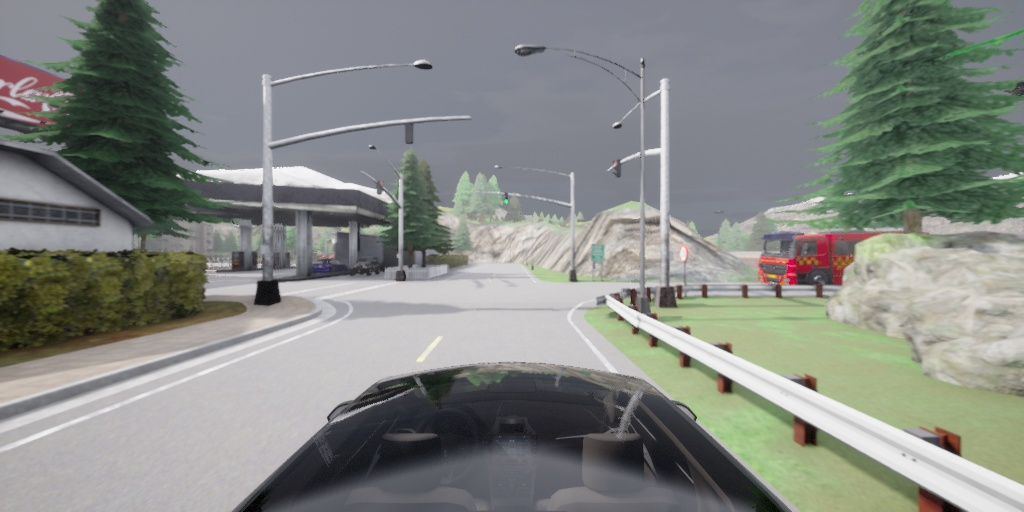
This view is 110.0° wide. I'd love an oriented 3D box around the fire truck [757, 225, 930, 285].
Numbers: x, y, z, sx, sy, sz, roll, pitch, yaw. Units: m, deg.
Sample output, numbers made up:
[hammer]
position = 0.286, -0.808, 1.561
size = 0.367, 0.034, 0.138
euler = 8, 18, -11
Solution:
[fire truck]
position = 19.826, 0.126, 21.581
size = 8.468, 3.827, 2.891
euler = -1, 3, -1
